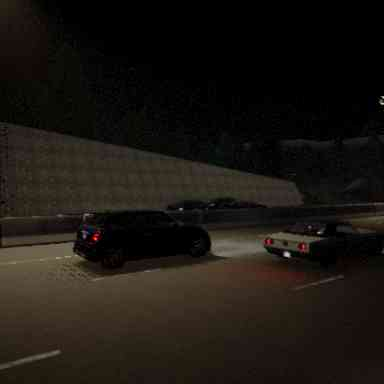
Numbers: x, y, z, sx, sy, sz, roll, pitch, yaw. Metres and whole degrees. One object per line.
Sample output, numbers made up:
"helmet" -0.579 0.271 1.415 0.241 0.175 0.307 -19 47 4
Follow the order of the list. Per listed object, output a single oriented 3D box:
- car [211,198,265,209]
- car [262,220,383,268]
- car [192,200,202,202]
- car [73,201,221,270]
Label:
"car" 4.215 1.516 28.446 4.902 1.511 2.128 0 0 -35
"car" 4.696 1.614 11.408 4.718 1.301 1.895 0 0 -36
"car" 2.619 1.626 31.600 4.718 1.301 1.895 0 0 -35
"car" -1.515 1.358 11.270 4.553 1.767 2.097 0 0 -36
